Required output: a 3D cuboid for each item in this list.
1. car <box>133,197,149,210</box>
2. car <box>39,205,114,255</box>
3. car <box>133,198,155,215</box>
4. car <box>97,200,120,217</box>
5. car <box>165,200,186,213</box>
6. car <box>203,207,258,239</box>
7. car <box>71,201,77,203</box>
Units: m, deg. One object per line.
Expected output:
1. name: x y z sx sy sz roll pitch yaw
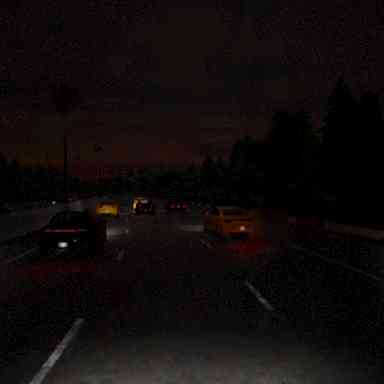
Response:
1. car: -6.819 1.523 43.834 1.882 1.535 5.008 0 0 -11
2. car: -4.578 1.506 13.321 2.128 1.511 4.902 0 0 -8
3. car: -4.828 1.527 33.900 2.128 1.511 4.902 0 0 -11
4. car: -7.867 1.510 31.278 1.882 1.535 5.008 0 0 -11
5. car: -1.923 1.586 37.265 2.033 1.411 5.357 0 0 -11
6. car: 1.874 1.496 17.434 1.882 1.535 5.008 0 0 -9
7. car: -20.880 1.414 59.670 2.097 1.767 4.553 0 0 -11
